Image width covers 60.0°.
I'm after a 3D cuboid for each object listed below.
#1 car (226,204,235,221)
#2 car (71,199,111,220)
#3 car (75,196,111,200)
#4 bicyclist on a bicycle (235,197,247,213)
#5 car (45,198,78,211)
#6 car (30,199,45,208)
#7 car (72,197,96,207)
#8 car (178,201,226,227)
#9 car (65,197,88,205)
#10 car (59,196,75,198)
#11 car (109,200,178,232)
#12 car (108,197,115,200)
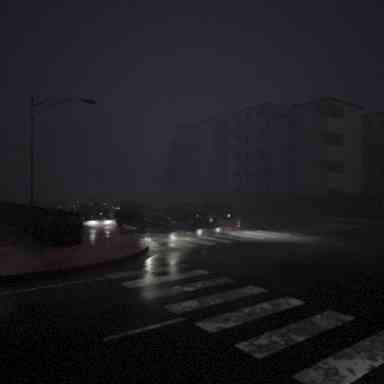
[{"bbox_3d":[1.351,1.508,26.807,1.837,1.490,4.892,0,0,-36],"label":"car"},{"bbox_3d":[-8.382,1.565,28.047,1.994,1.385,4.181,0,0,-35],"label":"car"},{"bbox_3d":[-11.559,1.354,38.507,2.097,1.767,4.553,0,0,-36],"label":"car"},{"bbox_3d":[5.057,1.305,34.141,1.656,1.620,0.582,0,0,-35],"label":"bicyclist on a bicycle"},{"bbox_3d":[-14.178,1.602,36.179,1.895,1.301,4.718,0,0,-36],"label":"car"},{"bbox_3d":[-20.192,1.565,44.415,1.994,1.385,4.181,0,0,-38],"label":"car"},{"bbox_3d":[-16.650,1.566,51.195,1.994,1.385,4.181,0,0,-40],"label":"car"},{"bbox_3d":[-0.288,1.494,22.790,2.128,1.511,4.902,0,0,-37],"label":"car"},{"bbox_3d":[-20.853,1.566,60.212,4.181,1.385,1.994,0,0,38],"label":"car"},{"bbox_3d":[-17.522,1.353,46.649,2.097,1.767,4.553,0,0,-38],"label":"car"},{"bbox_3d":[-3.168,1.479,20.715,1.882,1.535,5.008,0,0,-35],"label":"car"},{"bbox_3d":[-5.708,1.507,30.324,1.837,1.490,4.892,0,0,-35],"label":"car"}]
